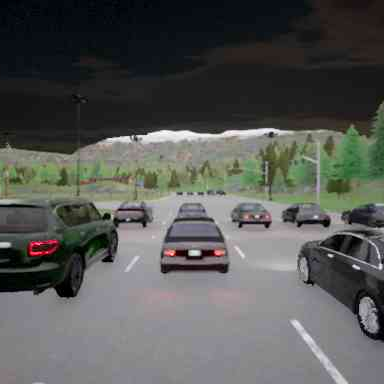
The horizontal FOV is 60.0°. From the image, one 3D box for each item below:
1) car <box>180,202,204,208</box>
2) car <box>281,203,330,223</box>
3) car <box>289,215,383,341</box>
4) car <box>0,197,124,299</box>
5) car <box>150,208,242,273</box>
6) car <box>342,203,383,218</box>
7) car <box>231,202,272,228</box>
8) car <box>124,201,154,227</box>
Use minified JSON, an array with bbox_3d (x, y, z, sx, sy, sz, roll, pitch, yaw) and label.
[{"bbox_3d":[0.011,1.348,20.409,2.033,1.411,5.357,0,1,-1],"label":"car"},{"bbox_3d":[7.004,1.357,20.821,1.994,1.385,4.181,0,1,0],"label":"car"},{"bbox_3d":[3.540,1.441,6.343,1.837,1.490,4.892,0,1,0],"label":"car"},{"bbox_3d":[-3.438,1.138,8.371,2.150,2.045,5.566,0,0,0],"label":"car"},{"bbox_3d":[0.055,1.446,10.255,2.033,1.411,5.357,0,1,0],"label":"car"},{"bbox_3d":[10.515,1.357,18.993,2.033,1.411,5.357,0,1,0],"label":"car"},{"bbox_3d":[3.505,1.346,20.397,2.033,1.411,5.357,0,1,0],"label":"car"},{"bbox_3d":[-3.494,1.291,20.571,2.128,1.511,4.902,0,1,0],"label":"car"}]
